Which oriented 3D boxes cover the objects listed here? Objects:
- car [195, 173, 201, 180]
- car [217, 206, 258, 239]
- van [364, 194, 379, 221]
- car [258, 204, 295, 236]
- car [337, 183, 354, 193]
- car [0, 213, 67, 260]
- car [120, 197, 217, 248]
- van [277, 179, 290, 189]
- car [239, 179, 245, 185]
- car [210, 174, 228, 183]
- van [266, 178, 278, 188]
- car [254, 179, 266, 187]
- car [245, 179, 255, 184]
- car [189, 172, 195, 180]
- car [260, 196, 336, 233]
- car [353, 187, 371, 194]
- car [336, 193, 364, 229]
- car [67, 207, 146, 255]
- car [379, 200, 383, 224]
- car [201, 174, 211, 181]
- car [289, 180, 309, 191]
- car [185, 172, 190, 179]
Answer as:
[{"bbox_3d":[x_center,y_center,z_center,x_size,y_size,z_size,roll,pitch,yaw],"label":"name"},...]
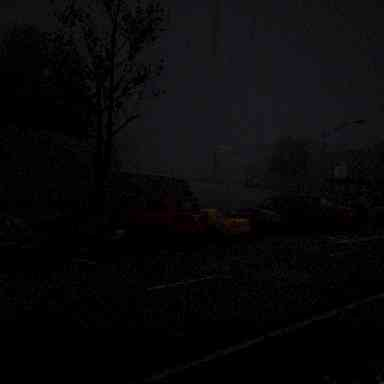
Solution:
[{"bbox_3d":[3.746,-3.851,88.324,2.185,1.767,4.553,6,3,34],"label":"car"},{"bbox_3d":[0.311,1.503,16.896,5.366,1.575,1.946,-1,-1,35],"label":"car"},{"bbox_3d":[10.429,1.296,23.608,4.442,1.987,1.878,-1,-1,35],"label":"van"},{"bbox_3d":[2.926,1.548,18.511,4.674,1.452,2.002,-1,-1,35],"label":"car"},{"bbox_3d":[26.192,-0.427,56.249,2.435,2.045,5.566,7,3,35],"label":"car"},{"bbox_3d":[-6.898,1.493,11.611,4.892,1.521,2.231,-1,-1,35],"label":"car"},{"bbox_3d":[-2.017,1.248,15.079,5.566,2.045,2.435,-1,-1,35],"label":"car"},{"bbox_3d":[19.268,-1.492,66.030,1.878,1.987,4.442,7,4,35],"label":"van"},{"bbox_3d":[12.438,-2.318,76.048,2.002,1.452,4.674,7,3,35],"label":"car"},{"bbox_3d":[7.368,-3.177,83.582,1.946,1.575,5.366,7,3,34],"label":"car"},{"bbox_3d":[17.551,-1.765,68.510,1.878,1.987,4.442,7,4,35],"label":"van"},{"bbox_3d":[15.989,-1.813,71.248,1.946,1.575,5.366,7,3,35],"label":"car"},{"bbox_3d":[14.169,-2.045,73.577,2.002,1.452,4.674,7,4,35],"label":"car"},{"bbox_3d":[2.027,-4.086,90.803,2.185,1.767,4.553,4,1,34],"label":"car"},{"bbox_3d":[5.361,1.262,20.257,5.566,2.045,2.435,-1,-1,35],"label":"car"},{"bbox_3d":[27.871,0.135,53.769,2.002,1.452,4.674,7,3,35],"label":"car"},{"bbox_3d":[7.883,1.267,21.950,5.566,2.045,2.435,-1,-1,35],"label":"car"},{"bbox_3d":[-4.470,1.524,13.346,4.792,1.488,2.163,-1,-1,35],"label":"car"},{"bbox_3d":[12.846,1.403,25.347,4.553,1.767,2.185,-1,-1,36],"label":"car"},{"bbox_3d":[5.528,-3.700,85.850,2.435,2.045,5.566,7,4,34],"label":"car"},{"bbox_3d":[21.017,-0.993,63.660,2.231,1.521,4.892,7,3,35],"label":"car"},{"bbox_3d":[0.267,-4.363,93.158,2.435,2.045,5.566,1,-1,35],"label":"car"}]
